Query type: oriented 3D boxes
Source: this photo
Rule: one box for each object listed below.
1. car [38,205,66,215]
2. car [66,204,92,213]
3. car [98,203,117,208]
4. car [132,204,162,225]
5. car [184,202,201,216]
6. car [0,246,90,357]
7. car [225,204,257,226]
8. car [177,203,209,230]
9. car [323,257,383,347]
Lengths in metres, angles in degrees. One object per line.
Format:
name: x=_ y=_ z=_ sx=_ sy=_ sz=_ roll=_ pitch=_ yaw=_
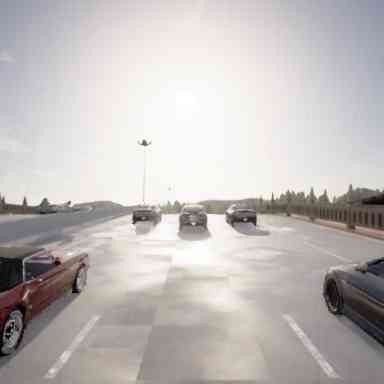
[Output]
car: x=-17.595 y=2.271 z=42.006 sx=1.895 sy=1.301 sz=4.718 roll=0 pitch=-4 yaw=0
car: x=-14.091 y=2.276 z=42.645 sx=1.994 sy=1.385 sz=4.181 roll=0 pitch=-4 yaw=0
car: x=-10.592 y=2.176 z=42.403 sx=1.882 sy=1.535 sz=5.008 roll=0 pitch=-4 yaw=0
car: x=-3.413 y=1.664 z=25.868 sx=2.128 sy=1.511 sz=4.902 roll=0 pitch=0 yaw=0
car: x=0.082 y=2.026 z=39.800 sx=1.882 sy=1.535 sz=5.008 roll=0 pitch=-3 yaw=0
car: x=-3.405 y=1.640 z=6.017 sx=1.895 sy=1.301 sz=4.718 roll=0 pitch=0 yaw=0
car: x=3.588 y=1.658 z=24.778 sx=2.128 sy=1.511 sz=4.902 roll=0 pitch=0 yaw=0
car: x=0.089 y=1.656 z=22.506 sx=1.837 sy=1.490 sz=4.892 roll=0 pitch=0 yaw=0
car: x=3.596 y=1.599 z=4.974 sx=1.994 sy=1.385 sz=4.181 roll=0 pitch=0 yaw=0
